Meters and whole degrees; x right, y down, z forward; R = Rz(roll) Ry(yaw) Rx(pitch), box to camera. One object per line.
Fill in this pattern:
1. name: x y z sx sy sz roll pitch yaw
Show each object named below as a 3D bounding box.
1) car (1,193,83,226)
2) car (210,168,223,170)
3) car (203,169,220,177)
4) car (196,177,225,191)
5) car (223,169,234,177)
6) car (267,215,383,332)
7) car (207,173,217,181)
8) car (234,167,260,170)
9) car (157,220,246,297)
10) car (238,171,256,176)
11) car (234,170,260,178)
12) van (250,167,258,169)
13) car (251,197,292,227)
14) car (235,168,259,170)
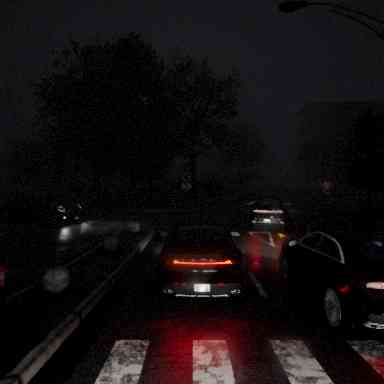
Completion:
1. car: -8.647 0.844 19.274 4.553 1.767 2.097 1 4 16
2. car: 6.057 -4.538 84.867 2.097 1.767 4.553 1 6 10
3. car: 3.859 -2.823 65.090 2.150 2.045 5.566 0 5 1
4. car: 1.906 -0.977 47.227 5.357 1.411 2.033 2 4 25
5. car: 9.741 -4.733 88.629 1.812 1.442 4.674 1 6 10
6. car: 3.193 1.478 6.781 2.128 1.511 4.902 0 0 1
7. car: 4.564 -3.499 75.423 1.837 1.490 4.892 1 5 9
8. car: 14.458 -4.949 87.579 5.566 2.045 2.435 1 6 10
9. car: 0.211 1.467 8.488 1.837 1.490 4.892 0 1 1
10. car: 15.375 -5.170 92.845 4.674 1.452 2.002 1 6 11
11. car: 13.046 -3.925 79.505 4.892 1.521 2.231 1 5 10
12. van: 13.860 -4.668 84.911 4.442 1.987 1.878 1 5 10
13. car: 4.485 1.025 18.664 2.128 1.511 4.902 1 4 18
14. car: 13.544 -4.308 82.190 4.553 1.767 2.185 1 5 10
